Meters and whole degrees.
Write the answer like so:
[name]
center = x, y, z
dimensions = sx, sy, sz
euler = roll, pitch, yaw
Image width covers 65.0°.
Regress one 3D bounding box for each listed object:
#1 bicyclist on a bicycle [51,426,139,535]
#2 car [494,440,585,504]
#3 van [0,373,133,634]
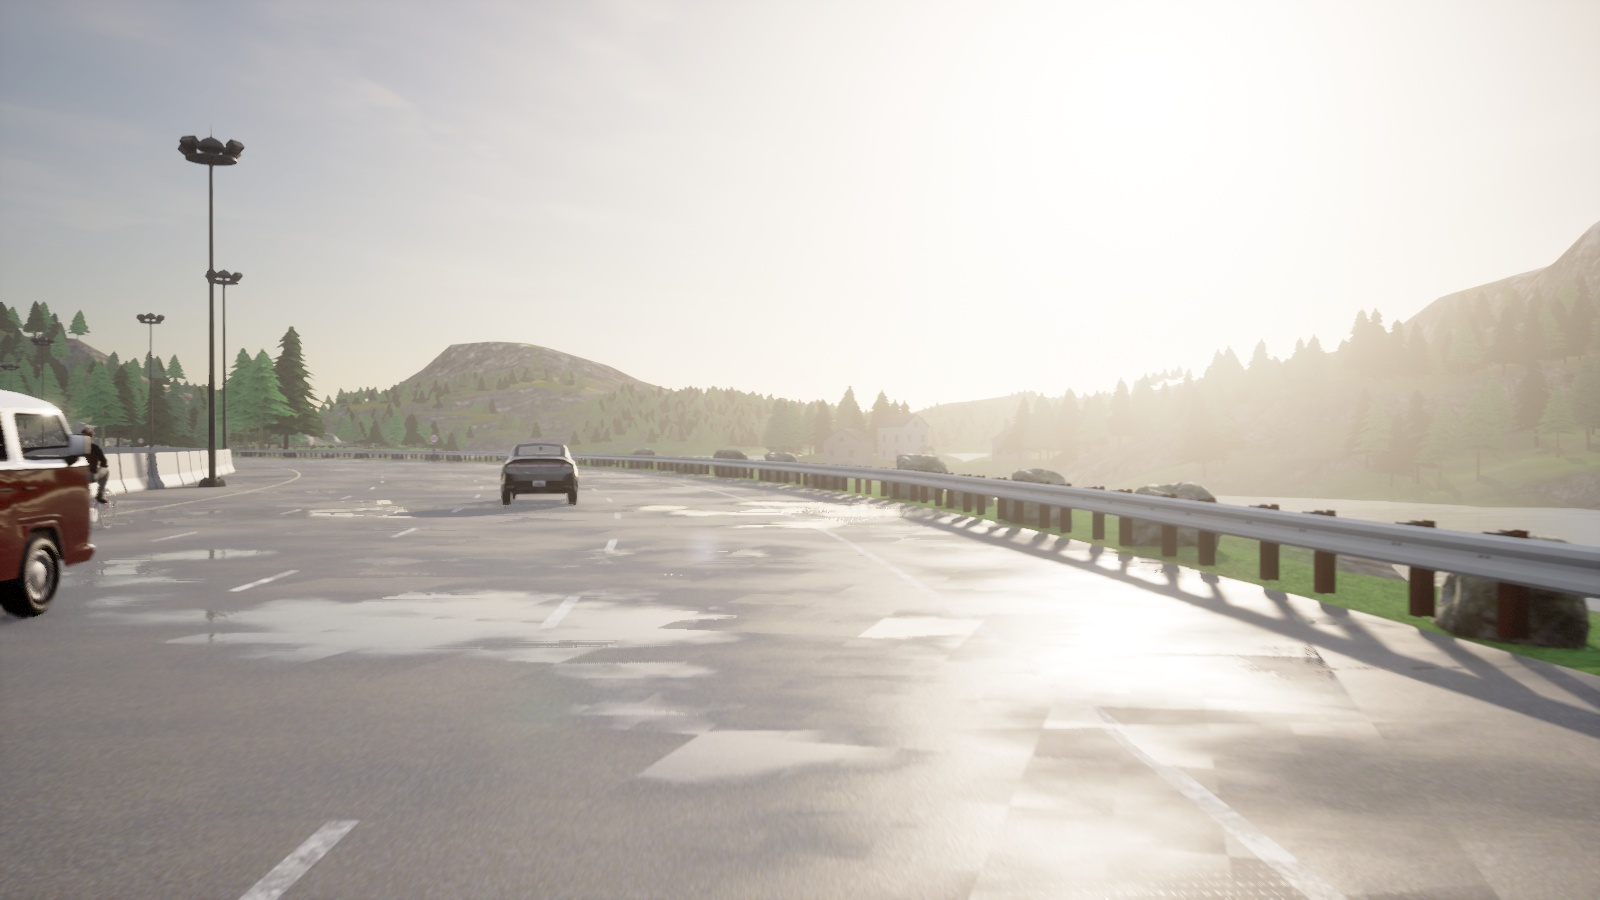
[bicyclist on a bicycle]
center = -11.976, 0.491, 21.388
dimensions = 0.659, 1.776, 1.843
euler = -1, 1, -8
[car]
center = -6.662, 0.518, 32.282
dimensions = 2.128, 1.511, 4.902
euler = 0, 0, -11
[van]
center = -7.290, 0.412, 9.734
dimensions = 2.069, 2.038, 4.480
euler = 0, 0, -4
